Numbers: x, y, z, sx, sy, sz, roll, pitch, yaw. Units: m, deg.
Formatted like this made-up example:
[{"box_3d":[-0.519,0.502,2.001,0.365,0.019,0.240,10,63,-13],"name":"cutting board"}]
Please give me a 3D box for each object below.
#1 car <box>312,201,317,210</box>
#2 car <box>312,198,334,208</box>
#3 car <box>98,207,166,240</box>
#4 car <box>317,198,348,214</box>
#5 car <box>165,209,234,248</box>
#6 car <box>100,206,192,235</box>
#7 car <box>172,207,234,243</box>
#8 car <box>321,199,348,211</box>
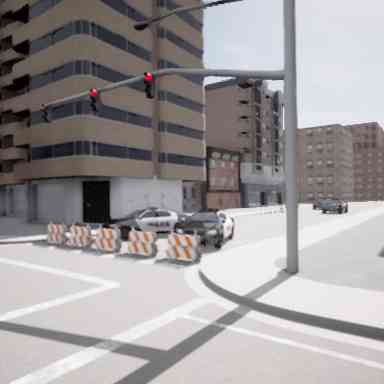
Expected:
[{"box_3d":[18.164,1.607,46.075,2.038,1.542,4.974,-1,-1,36],"name":"car"},{"box_3d":[18.193,1.450,46.119,1.853,1.218,4.536,-1,-1,36],"name":"car"},{"box_3d":[-2.500,1.614,18.059,4.974,1.542,2.038,0,0,-29],"name":"car"},{"box_3d":[15.959,1.563,37.157,2.038,1.542,4.974,-1,-1,36],"name":"car"},{"box_3d":[0.693,1.560,15.375,2.038,1.542,4.974,-1,0,16],"name":"car"},{"box_3d":[-2.457,1.456,18.086,4.536,1.218,1.853,0,0,-29],"name":"car"},{"box_3d":[0.705,1.403,15.427,1.853,1.218,4.536,-1,0,16],"name":"car"},{"box_3d":[15.987,1.406,37.201,1.853,1.218,4.536,-1,-1,36],"name":"car"}]
